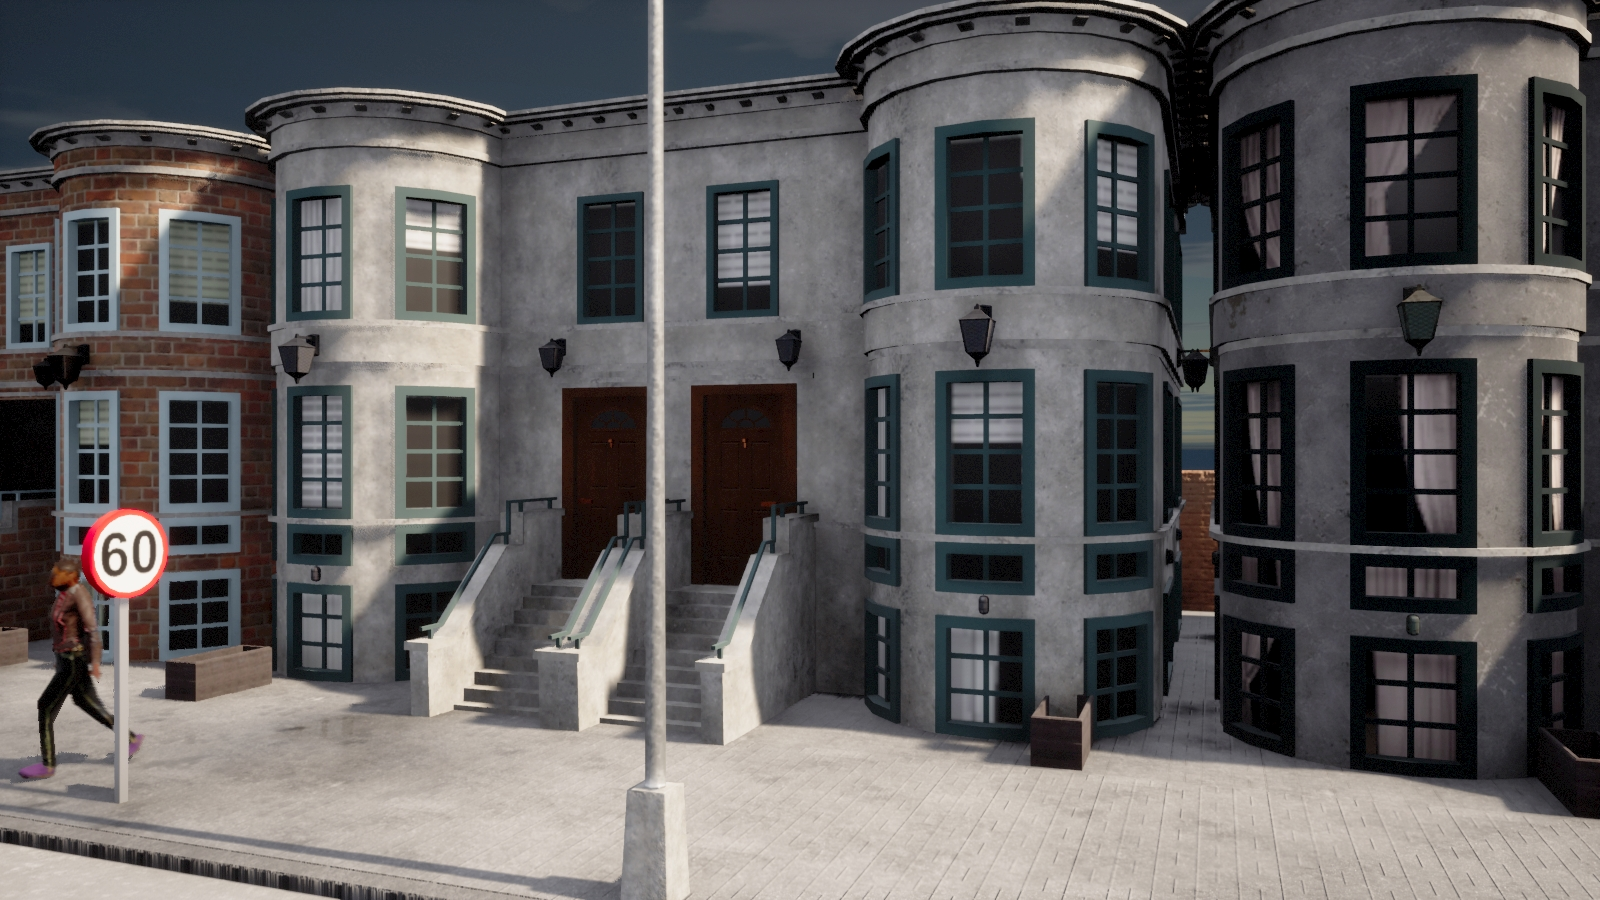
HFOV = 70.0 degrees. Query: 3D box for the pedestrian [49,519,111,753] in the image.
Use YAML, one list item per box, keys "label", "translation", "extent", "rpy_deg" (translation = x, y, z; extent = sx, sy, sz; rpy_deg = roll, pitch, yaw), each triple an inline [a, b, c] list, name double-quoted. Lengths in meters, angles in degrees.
- label: "pedestrian"
  translation: [-6.001, 1.524, 9.518]
  extent: [0.375, 1.860, 0.375]
  rpy_deg: [0, 0, -43]
